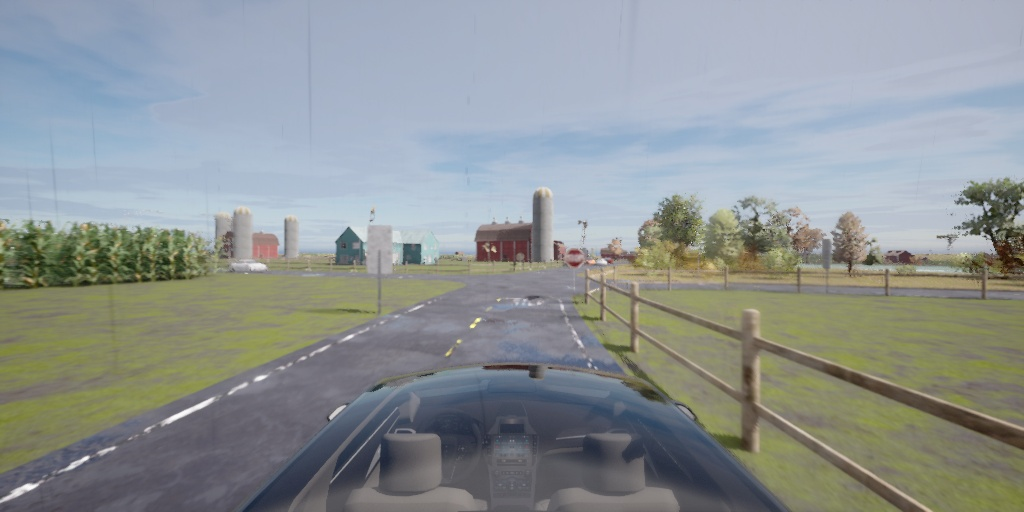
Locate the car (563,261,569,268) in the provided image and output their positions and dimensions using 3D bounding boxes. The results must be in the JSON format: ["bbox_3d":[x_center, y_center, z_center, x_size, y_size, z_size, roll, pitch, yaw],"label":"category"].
[{"bbox_3d":[10.042,1.239,61.254,2.128,1.511,4.902,0,0,23],"label":"car"}]

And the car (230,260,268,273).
[{"bbox_3d":[-29.911,1.170,40.735,4.674,1.442,1.812,0,0,22],"label":"car"}]
